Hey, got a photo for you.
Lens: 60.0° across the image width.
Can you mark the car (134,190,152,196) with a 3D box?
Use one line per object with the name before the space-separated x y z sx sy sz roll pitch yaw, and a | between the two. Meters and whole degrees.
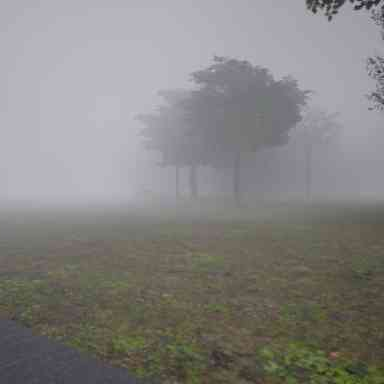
car | -11.723 0.204 80.158 1.882 1.535 5.008 2 2 36
